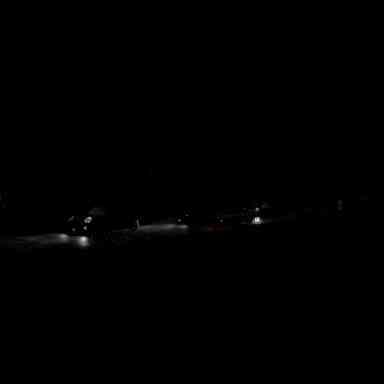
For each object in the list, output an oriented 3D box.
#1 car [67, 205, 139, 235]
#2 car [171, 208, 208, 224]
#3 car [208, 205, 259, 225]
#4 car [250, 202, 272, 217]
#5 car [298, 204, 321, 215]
[{"bbox_3d":[-5.456,1.608,20.827,2.097,1.767,4.553,0,-1,35],"label":"car"},{"bbox_3d":[0.259,2.026,28.896,1.895,1.301,4.718,0,-1,36],"label":"car"},{"bbox_3d":[3.695,2.071,28.653,1.895,1.301,4.718,0,-1,36],"label":"car"},{"bbox_3d":[7.757,1.993,39.346,2.097,1.767,4.553,0,-1,36],"label":"car"},{"bbox_3d":[16.474,2.385,46.531,2.033,1.411,5.357,0,-1,36],"label":"car"}]
